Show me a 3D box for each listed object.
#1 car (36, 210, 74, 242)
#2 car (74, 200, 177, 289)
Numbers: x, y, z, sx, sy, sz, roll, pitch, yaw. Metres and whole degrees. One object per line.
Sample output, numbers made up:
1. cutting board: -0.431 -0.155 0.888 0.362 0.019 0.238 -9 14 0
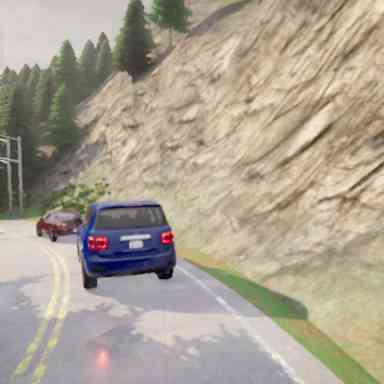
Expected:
1. car: -6.867 1.677 17.596 1.812 1.442 4.674 -3 1 -37
2. car: -2.136 1.257 9.692 2.150 2.045 5.566 -2 0 -20
